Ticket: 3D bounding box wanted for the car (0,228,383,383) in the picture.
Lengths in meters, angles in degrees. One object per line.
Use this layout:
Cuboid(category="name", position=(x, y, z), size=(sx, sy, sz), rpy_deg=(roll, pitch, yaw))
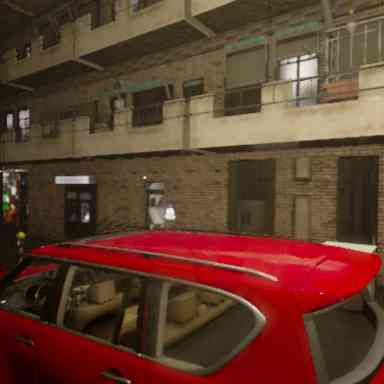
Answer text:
Cuboid(category="car", position=(-0.662, 1.315, 3.285), size=(5.009, 1.841, 2.192), rpy_deg=(0, 1, 36))
